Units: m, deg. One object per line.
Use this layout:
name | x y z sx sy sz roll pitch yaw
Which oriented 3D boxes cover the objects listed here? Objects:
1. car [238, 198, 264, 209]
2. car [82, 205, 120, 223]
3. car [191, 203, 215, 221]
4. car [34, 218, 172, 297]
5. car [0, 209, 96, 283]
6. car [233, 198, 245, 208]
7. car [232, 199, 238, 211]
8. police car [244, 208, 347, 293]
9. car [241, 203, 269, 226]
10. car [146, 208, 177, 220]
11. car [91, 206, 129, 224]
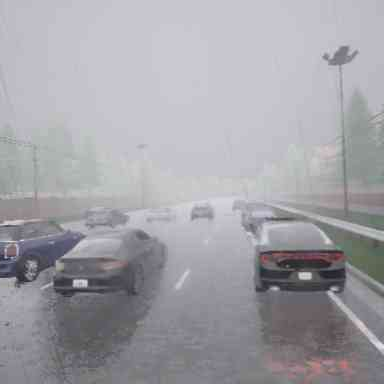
car | 4.690 1.479 24.763 2.097 1.767 4.553 -2 -1 8
car | -9.141 2.189 33.847 1.882 1.535 5.008 -2 -1 8
car | 1.036 1.816 30.828 2.128 1.511 4.902 -2 -1 8
car | -1.957 1.700 9.020 1.812 1.442 4.674 -2 -1 8
car | -5.225 1.660 10.888 2.097 1.767 4.553 -2 -1 8
car | 8.357 1.896 59.287 2.128 1.511 4.902 -2 -1 8
car | 6.469 1.799 45.411 2.128 1.511 4.902 -2 -1 8
police car | 2.545 1.444 9.048 1.930 1.638 5.238 -2 -1 8
car | 3.888 1.613 18.846 1.812 1.442 4.674 -2 -1 8
car | -2.624 2.041 29.845 1.895 1.301 4.718 -2 -1 8
car | -6.622 2.085 26.440 2.033 1.411 5.357 -2 -1 8
